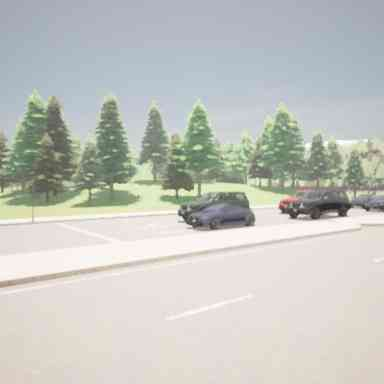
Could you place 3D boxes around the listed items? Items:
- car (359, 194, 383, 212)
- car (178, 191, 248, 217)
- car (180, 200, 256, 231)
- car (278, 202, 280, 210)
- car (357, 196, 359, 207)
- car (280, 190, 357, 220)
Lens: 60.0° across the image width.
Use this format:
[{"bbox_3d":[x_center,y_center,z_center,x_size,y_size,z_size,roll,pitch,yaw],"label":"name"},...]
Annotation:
[{"bbox_3d":[17.680,1.040,30.472,4.674,1.442,1.812,-1,1,-34],"label":"car"},{"bbox_3d":[1.676,0.991,23.623,5.566,2.045,2.150,-1,1,-35],"label":"car"},{"bbox_3d":[1.744,1.370,19.406,4.181,1.385,1.994,-1,1,-35],"label":"car"},{"bbox_3d":[10.156,0.835,29.499,5.566,2.045,2.150,-1,1,-33],"label":"car"},{"bbox_3d":[18.435,0.988,35.253,4.674,1.442,1.812,-1,1,-34],"label":"car"},{"bbox_3d":[9.501,0.886,24.809,5.566,2.045,2.150,-1,1,-34],"label":"car"}]
